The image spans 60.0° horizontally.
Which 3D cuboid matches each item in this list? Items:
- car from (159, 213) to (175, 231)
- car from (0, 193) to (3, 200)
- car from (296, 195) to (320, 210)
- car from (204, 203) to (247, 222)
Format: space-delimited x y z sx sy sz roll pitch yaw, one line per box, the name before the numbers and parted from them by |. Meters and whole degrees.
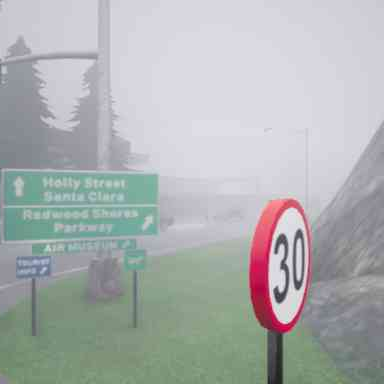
car | -3.199 1.793 20.085 1.895 1.301 4.718 0 0 36
car | -38.364 1.492 70.164 4.514 1.523 2.007 0 0 35
car | 16.084 1.401 46.247 2.150 2.045 5.566 0 0 36
car | 2.933 1.681 28.453 2.128 1.511 4.902 0 0 36
